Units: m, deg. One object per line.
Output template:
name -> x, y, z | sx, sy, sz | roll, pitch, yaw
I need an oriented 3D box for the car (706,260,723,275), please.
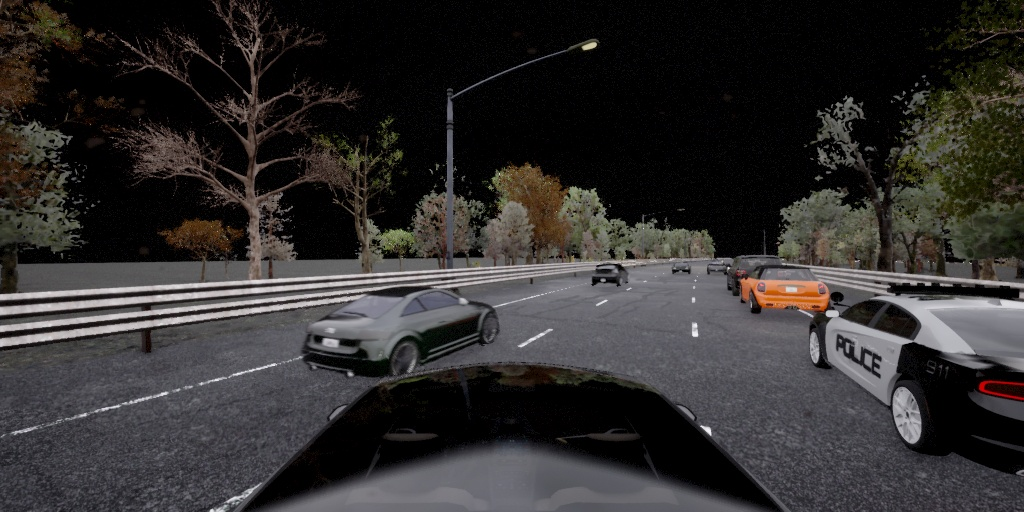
car -> 22.453, 1.261, 39.317 | 2.128, 1.511, 4.902 | 0, 0, 29

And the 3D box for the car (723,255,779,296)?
car -> 12.647, 0.978, 18.754 | 2.150, 2.045, 5.566 | 0, 0, 27

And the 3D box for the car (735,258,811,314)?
car -> 9.934, 1.102, 13.421 | 2.097, 1.767, 4.553 | 0, 0, 27

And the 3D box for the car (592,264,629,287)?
car -> 6.883, 1.261, 24.873 | 1.837, 1.490, 4.892 | 0, 0, 27

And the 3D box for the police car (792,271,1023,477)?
police car -> 5.608, 1.175, 4.699 | 1.930, 1.638, 5.238 | 0, 0, 26

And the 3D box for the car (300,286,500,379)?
car -> -1.925, 1.314, 7.341 | 1.994, 1.385, 4.181 | 0, 0, 26

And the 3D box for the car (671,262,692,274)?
car -> 19.342, 1.370, 40.798 | 1.895, 1.301, 4.718 | 0, 0, 29
